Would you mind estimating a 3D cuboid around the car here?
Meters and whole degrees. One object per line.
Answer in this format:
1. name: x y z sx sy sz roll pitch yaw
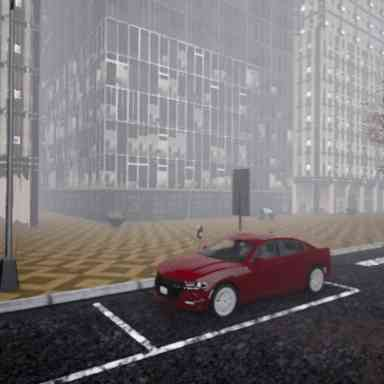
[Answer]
1. car: 1.306 1.610 7.497 4.507 1.381 1.887 1 -1 -36
